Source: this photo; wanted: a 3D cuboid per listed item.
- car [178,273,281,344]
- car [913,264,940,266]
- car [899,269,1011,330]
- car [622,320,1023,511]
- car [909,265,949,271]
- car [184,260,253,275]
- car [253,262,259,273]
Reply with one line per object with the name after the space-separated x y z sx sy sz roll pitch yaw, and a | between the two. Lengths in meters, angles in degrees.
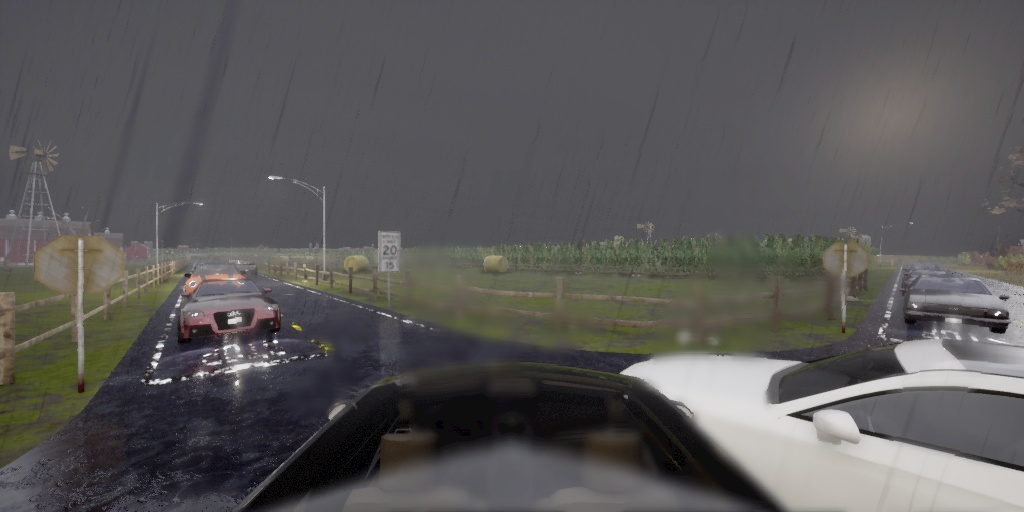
-7.849 1.349 9.931 1.994 1.385 4.181 0 0 -42 | car
28.645 1.309 24.850 4.902 1.511 2.128 0 1 -42 | car
13.622 1.335 11.209 5.357 1.411 2.033 0 1 -42 | car
2.857 1.293 2.241 1.812 1.442 4.674 0 1 -43 | car
21.018 1.364 17.929 4.181 1.385 1.994 0 1 -43 | car
-13.562 1.130 16.469 2.097 1.767 4.553 0 0 -41 | car
-26.642 1.259 35.825 2.128 1.511 4.902 0 0 -41 | car
